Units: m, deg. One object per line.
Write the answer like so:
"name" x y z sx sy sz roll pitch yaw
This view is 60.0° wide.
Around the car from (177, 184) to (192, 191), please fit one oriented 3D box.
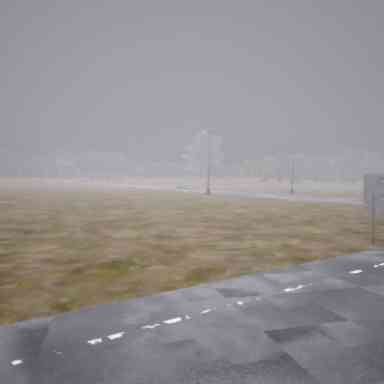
"car" -1.752 -1.099 73.460 2.128 1.511 4.902 0 2 -27
